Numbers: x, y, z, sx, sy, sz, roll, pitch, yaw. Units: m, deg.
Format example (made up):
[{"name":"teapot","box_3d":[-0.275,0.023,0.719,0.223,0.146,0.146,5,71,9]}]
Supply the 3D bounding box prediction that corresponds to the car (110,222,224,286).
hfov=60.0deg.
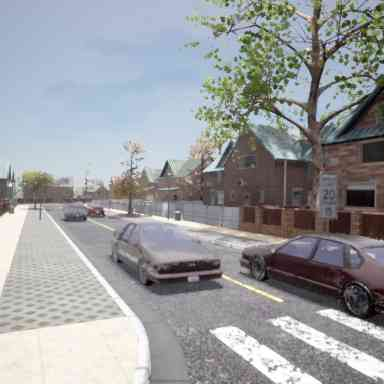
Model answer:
[{"name":"car","box_3d":[-1.107,1.640,10.077,2.033,1.411,5.357,2,-1,-26]}]

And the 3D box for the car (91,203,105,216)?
[{"name":"car","box_3d":[-11.149,1.972,37.752,1.812,1.442,4.674,2,-1,-26]}]

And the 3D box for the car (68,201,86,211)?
[{"name":"car","box_3d":[-18.102,2.174,52.206,2.033,1.411,5.357,2,-1,-26]}]

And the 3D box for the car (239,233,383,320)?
[{"name":"car","box_3d":[3.280,1.683,7.750,2.033,1.411,5.357,2,-1,-26]}]

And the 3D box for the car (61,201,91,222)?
[{"name":"car","box_3d":[-10.556,1.799,29.742,1.837,1.490,4.892,2,-1,-26]}]
